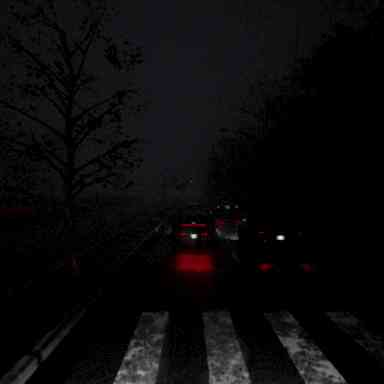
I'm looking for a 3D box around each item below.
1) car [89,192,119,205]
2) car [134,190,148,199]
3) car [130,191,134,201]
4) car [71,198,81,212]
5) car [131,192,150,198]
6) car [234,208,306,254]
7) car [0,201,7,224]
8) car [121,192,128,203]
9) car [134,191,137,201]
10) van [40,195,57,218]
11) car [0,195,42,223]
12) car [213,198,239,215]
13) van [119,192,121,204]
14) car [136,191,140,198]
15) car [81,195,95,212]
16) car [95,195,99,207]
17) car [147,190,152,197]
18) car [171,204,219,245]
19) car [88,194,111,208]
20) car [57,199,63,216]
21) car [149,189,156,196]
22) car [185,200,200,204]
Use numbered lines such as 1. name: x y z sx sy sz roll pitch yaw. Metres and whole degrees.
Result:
1. car: -13.958 1.104 48.373 5.566 2.045 2.435 -1 1 -20
2. car: -13.927 0.959 81.311 4.792 1.488 2.163 -1 1 -20
3. car: -13.912 1.037 63.313 4.553 1.767 2.185 -1 1 -20
4. car: -13.944 1.514 33.452 4.792 1.488 2.163 -1 0 -20
5. car: -13.964 0.845 90.307 4.674 1.452 2.002 -1 1 -20
6. car: 3.071 1.559 13.521 1.994 1.385 4.181 0 0 0
7. car: -13.733 1.492 18.610 5.366 1.575 1.946 -1 0 -20
8. car: -13.911 1.027 54.369 5.566 2.045 2.435 -1 1 -20
9. car: -13.937 1.164 66.288 4.674 1.452 2.002 -1 1 -20
10. van: -13.808 1.275 27.547 4.442 1.987 1.878 -1 0 -20
11. car: -13.883 1.377 24.520 4.553 1.767 2.185 -1 0 -20
12. car: 3.051 1.352 30.555 2.097 1.767 4.553 0 0 0
13. van: -13.826 1.089 51.417 4.442 1.987 1.878 -1 1 -20
14. car: -13.918 1.115 69.306 4.792 1.488 2.163 -1 1 -20
15. car: -13.748 1.460 36.521 5.366 1.575 1.946 -1 0 -20
16. car: -13.894 1.474 39.449 4.792 1.488 2.163 -1 0 -20
17. car: -14.129 0.850 87.233 5.366 1.575 1.946 -1 1 -20
18. car: 0.072 1.503 15.627 1.837 1.490 4.892 0 0 0
19. car: -13.922 1.427 45.406 4.674 1.452 2.002 -1 1 -20
20. car: -13.910 1.533 30.480 4.674 1.452 2.002 -1 0 -20
21. car: -13.939 0.508 93.321 5.566 2.045 2.435 -1 1 -20
22. car: 0.052 1.521 31.808 1.812 1.442 4.674 0 0 0
